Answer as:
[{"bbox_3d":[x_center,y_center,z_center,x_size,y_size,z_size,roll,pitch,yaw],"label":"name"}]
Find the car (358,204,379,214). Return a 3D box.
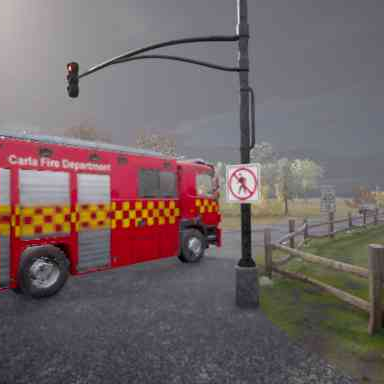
[{"bbox_3d":[25.644,2.435,48.129,2.033,1.411,5.357,-1,-2,40],"label":"car"}]

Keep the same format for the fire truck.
[{"bbox_3d":[-2.628,0.450,9.872,2.891,3.827,8.468,-2,-2,40],"label":"fire truck"}]
